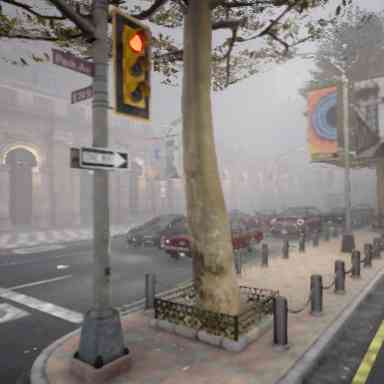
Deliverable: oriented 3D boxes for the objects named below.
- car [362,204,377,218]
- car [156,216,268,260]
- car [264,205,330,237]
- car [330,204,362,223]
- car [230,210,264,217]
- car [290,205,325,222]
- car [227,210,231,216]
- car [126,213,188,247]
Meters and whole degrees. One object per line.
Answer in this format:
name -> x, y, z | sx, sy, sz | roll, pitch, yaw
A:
car -> 18.640, 2.040, 36.085 | 1.812, 1.442, 4.674 | -2, -1, 38
car -> 1.005, 1.857, 13.161 | 1.895, 1.301, 4.718 | -1, -1, 37
car -> 6.514, 1.689, 20.349 | 2.097, 1.767, 4.553 | -2, -1, 38
car -> 12.342, 1.970, 27.940 | 2.033, 1.411, 5.357 | -1, -1, 38
car -> 5.005, 2.029, 24.126 | 1.895, 1.301, 4.718 | -1, -1, 37
car -> 11.242, 2.045, 32.234 | 1.812, 1.442, 4.674 | -1, -1, 37
car -> 2.793, 2.093, 26.417 | 1.895, 1.301, 4.718 | -1, -1, 37
car -> -1.013, 1.845, 16.285 | 1.837, 1.490, 4.892 | -1, -1, 37
